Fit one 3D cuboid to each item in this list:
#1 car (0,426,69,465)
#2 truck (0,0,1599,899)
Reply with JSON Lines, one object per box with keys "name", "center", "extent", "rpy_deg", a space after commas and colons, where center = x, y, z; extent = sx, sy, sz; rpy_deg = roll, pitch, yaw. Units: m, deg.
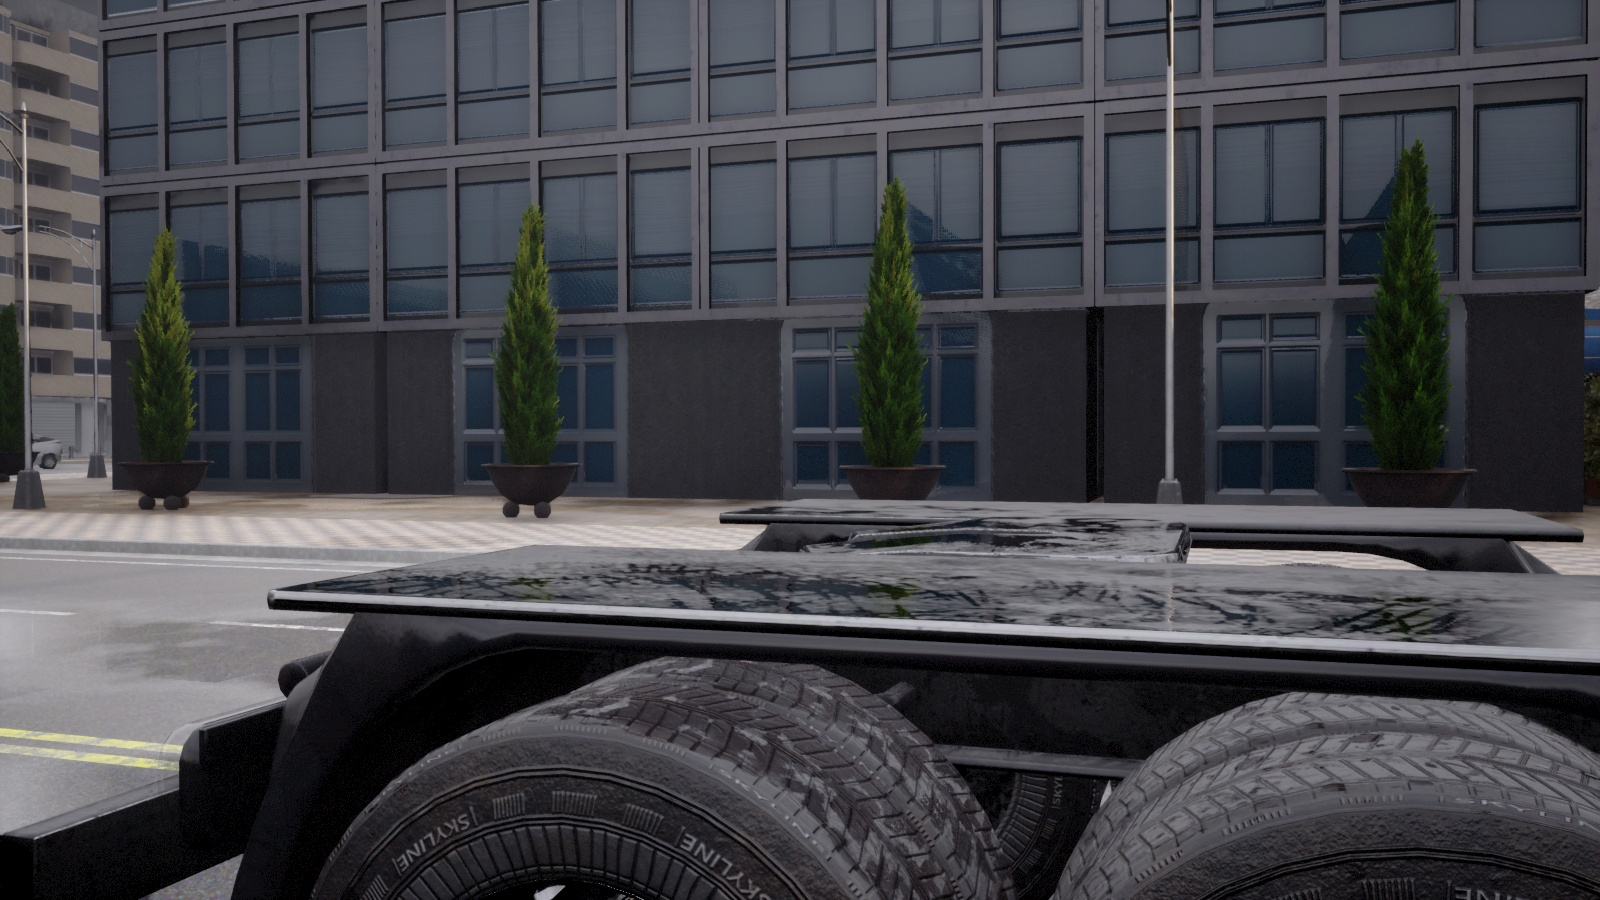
{"name": "car", "center": [-31.975, -0.207, 50.242], "extent": [2.007, 1.525, 4.514], "rpy_deg": [1, 1, 19]}
{"name": "truck", "center": [2.642, -0.182, 2.289], "extent": [7.936, 3.462, 2.891], "rpy_deg": [1, 1, 19]}
